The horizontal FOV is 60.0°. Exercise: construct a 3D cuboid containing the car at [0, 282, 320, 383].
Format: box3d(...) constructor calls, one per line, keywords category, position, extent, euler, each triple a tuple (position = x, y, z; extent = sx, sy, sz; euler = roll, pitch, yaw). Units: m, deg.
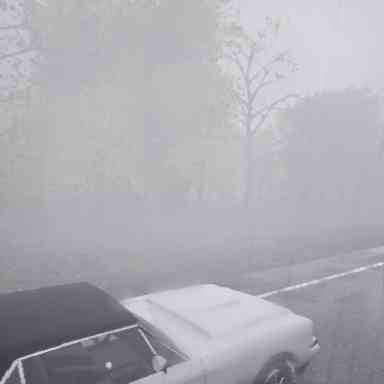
box3d(category="car", position=(-0.932, 1.595, 3.078), extent=(4.718, 1.301, 1.895), euler=(0, 0, -35))
